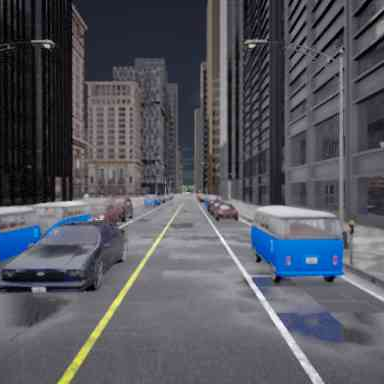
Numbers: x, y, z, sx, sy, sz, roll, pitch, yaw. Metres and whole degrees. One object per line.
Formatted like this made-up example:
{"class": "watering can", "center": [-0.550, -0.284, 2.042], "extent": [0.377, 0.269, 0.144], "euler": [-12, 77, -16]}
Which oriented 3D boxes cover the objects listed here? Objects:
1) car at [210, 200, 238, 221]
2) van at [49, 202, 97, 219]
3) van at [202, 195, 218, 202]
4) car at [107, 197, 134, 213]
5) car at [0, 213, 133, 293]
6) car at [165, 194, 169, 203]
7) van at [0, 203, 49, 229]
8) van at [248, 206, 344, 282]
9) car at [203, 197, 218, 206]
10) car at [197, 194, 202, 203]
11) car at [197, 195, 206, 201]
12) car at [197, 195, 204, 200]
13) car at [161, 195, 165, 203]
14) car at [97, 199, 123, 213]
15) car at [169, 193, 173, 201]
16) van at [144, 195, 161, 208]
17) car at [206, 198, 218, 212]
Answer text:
{"class": "car", "center": [2.629, 1.563, 26.347], "extent": [1.802, 1.307, 4.206], "euler": [0, 0, 0]}
{"class": "van", "center": [-5.840, 1.350, 15.018], "extent": [1.690, 1.788, 3.998], "euler": [0, 0, 0]}
{"class": "van", "center": [2.541, 1.314, 43.269], "extent": [1.690, 1.788, 3.998], "euler": [0, 0, 0]}
{"class": "car", "center": [-5.898, 1.318, 26.300], "extent": [2.192, 1.841, 5.009], "euler": [0, 0, 0]}
{"class": "car", "center": [-3.043, 1.551, 9.256], "extent": [2.033, 1.411, 5.357], "euler": [0, 0, 0]}
{"class": "car", "center": [-6.098, 1.548, 65.785], "extent": [1.947, 1.339, 4.313], "euler": [0, 0, 0]}
{"class": "van", "center": [-5.811, 1.352, 9.377], "extent": [1.690, 1.788, 3.998], "euler": [0, 0, 0]}
{"class": "van", "center": [2.714, 1.330, 9.425], "extent": [1.690, 1.788, 3.998], "euler": [0, 0, 0]}
{"class": "car", "center": [2.571, 1.542, 37.629], "extent": [1.947, 1.339, 4.313], "euler": [0, 0, 0]}
{"class": "car", "center": [2.427, 1.505, 65.832], "extent": [1.887, 1.381, 4.507], "euler": [0, 0, 0]}
{"class": "car", "center": [2.341, 1.513, 82.753], "extent": [1.947, 1.339, 4.313], "euler": [0, 0, 0]}
{"class": "car", "center": [2.282, 1.459, 94.204], "extent": [1.752, 1.417, 4.829], "euler": [0, 0, 0]}
{"class": "car", "center": [-6.041, 1.534, 54.504], "extent": [1.887, 1.381, 4.507], "euler": [0, 0, 0]}
{"class": "car", "center": [-5.868, 1.446, 20.658], "extent": [1.967, 1.590, 4.097], "euler": [0, 0, 0]}
{"class": "car", "center": [-6.156, 1.414, 77.067], "extent": [1.967, 1.590, 4.097], "euler": [0, 0, 0]}
{"class": "van", "center": [-6.013, 1.333, 48.863], "extent": [1.690, 1.788, 3.998], "euler": [0, 0, 0]}
{"class": "car", "center": [2.600, 1.561, 31.988], "extent": [1.802, 1.307, 4.206], "euler": [0, 0, 0]}
